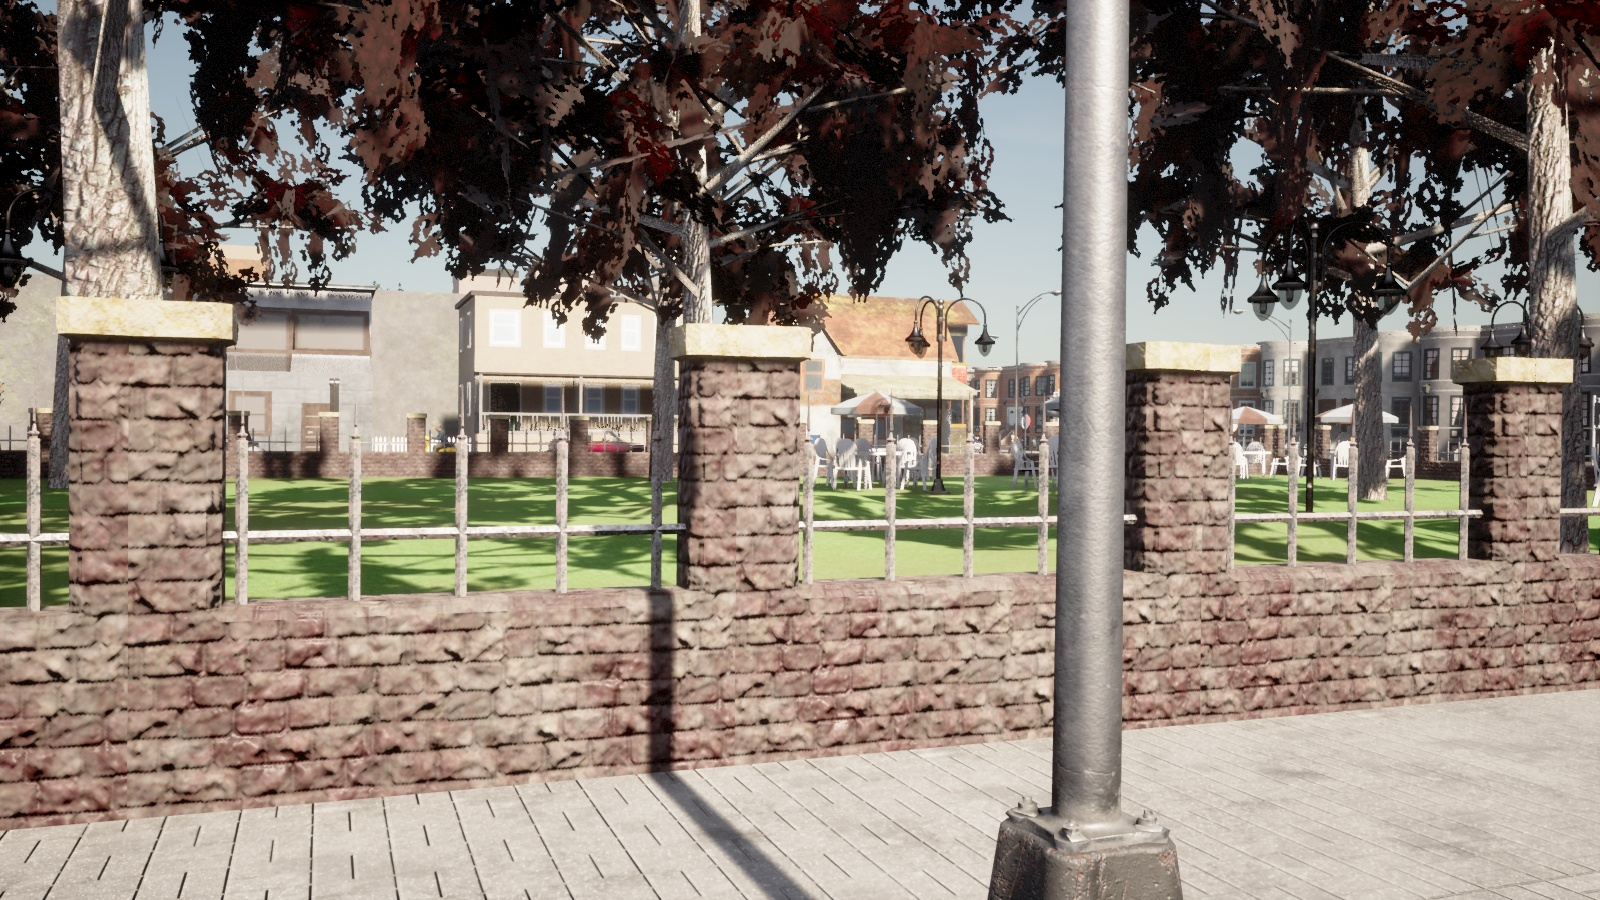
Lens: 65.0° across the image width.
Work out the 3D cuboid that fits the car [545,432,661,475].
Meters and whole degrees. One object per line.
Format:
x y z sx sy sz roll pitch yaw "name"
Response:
-7.105 0.105 45.212 3.806 1.475 1.970 -1 1 -21 "car"
